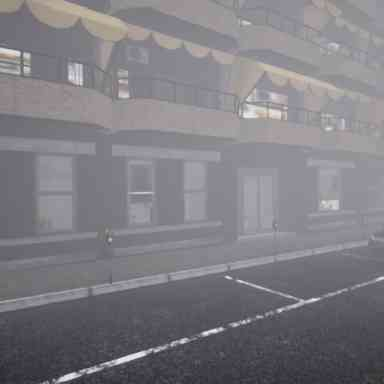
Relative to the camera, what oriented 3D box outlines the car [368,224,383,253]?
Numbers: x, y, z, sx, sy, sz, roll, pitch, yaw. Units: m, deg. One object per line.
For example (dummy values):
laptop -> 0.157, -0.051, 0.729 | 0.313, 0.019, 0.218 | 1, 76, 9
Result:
car -> 8.338, 1.575, 12.537 | 4.206, 1.307, 1.802 | 0, -1, -36
